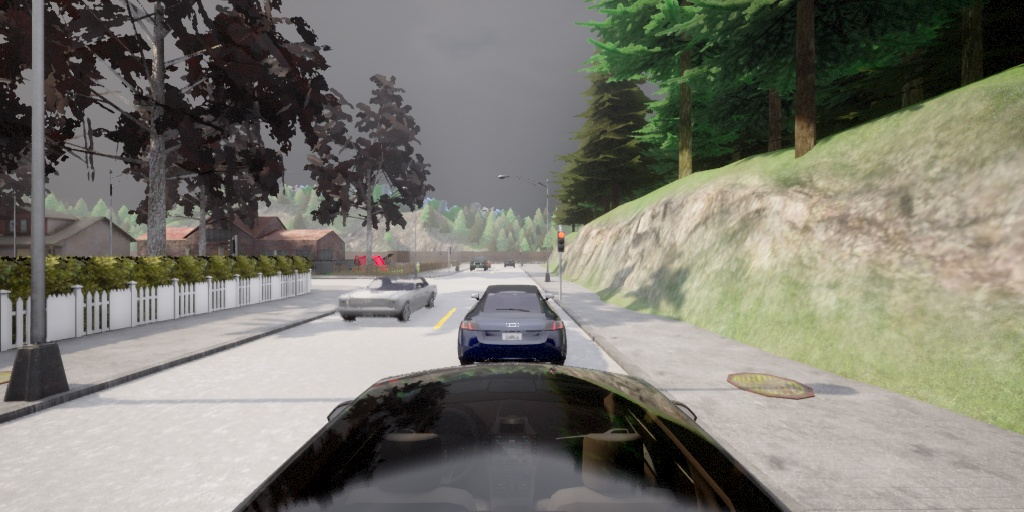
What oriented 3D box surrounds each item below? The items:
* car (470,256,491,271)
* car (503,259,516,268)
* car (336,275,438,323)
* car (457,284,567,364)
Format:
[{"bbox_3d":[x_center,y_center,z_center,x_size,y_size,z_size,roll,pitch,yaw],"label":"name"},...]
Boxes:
[{"bbox_3d":[-4.513,0.972,49.473,2.150,2.045,5.566,0,0,0],"label":"car"},{"bbox_3d":[-0.432,1.254,62.990,1.837,1.490,4.892,0,0,0],"label":"car"},{"bbox_3d":[-3.983,1.351,12.258,1.895,1.301,4.718,0,0,2],"label":"car"},{"bbox_3d":[0.008,1.314,7.986,1.994,1.385,4.181,0,0,0],"label":"car"}]
